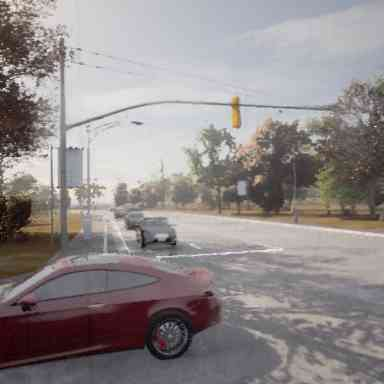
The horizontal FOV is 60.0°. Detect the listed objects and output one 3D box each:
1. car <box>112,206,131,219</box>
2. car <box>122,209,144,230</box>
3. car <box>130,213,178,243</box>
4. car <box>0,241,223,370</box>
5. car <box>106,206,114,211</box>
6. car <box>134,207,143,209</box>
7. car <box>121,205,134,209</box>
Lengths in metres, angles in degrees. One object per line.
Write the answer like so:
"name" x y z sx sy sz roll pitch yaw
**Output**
"car" -10.852 3.339 51.216 1.882 1.535 5.008 -1 -2 -17
"car" -5.246 2.667 31.193 1.837 1.490 4.892 -1 0 -15
"car" -2.081 2.187 18.847 2.128 1.511 4.902 -1 -2 -14
"car" -1.819 1.757 5.265 4.674 1.442 1.812 -1 -2 -17
"car" -22.166 4.574 92.084 1.812 1.442 4.674 0 -2 -34
"car" -13.978 4.451 85.249 1.895 1.301 4.718 0 -2 -31
"car" -16.895 4.201 83.287 2.097 1.767 4.553 0 -2 -31
